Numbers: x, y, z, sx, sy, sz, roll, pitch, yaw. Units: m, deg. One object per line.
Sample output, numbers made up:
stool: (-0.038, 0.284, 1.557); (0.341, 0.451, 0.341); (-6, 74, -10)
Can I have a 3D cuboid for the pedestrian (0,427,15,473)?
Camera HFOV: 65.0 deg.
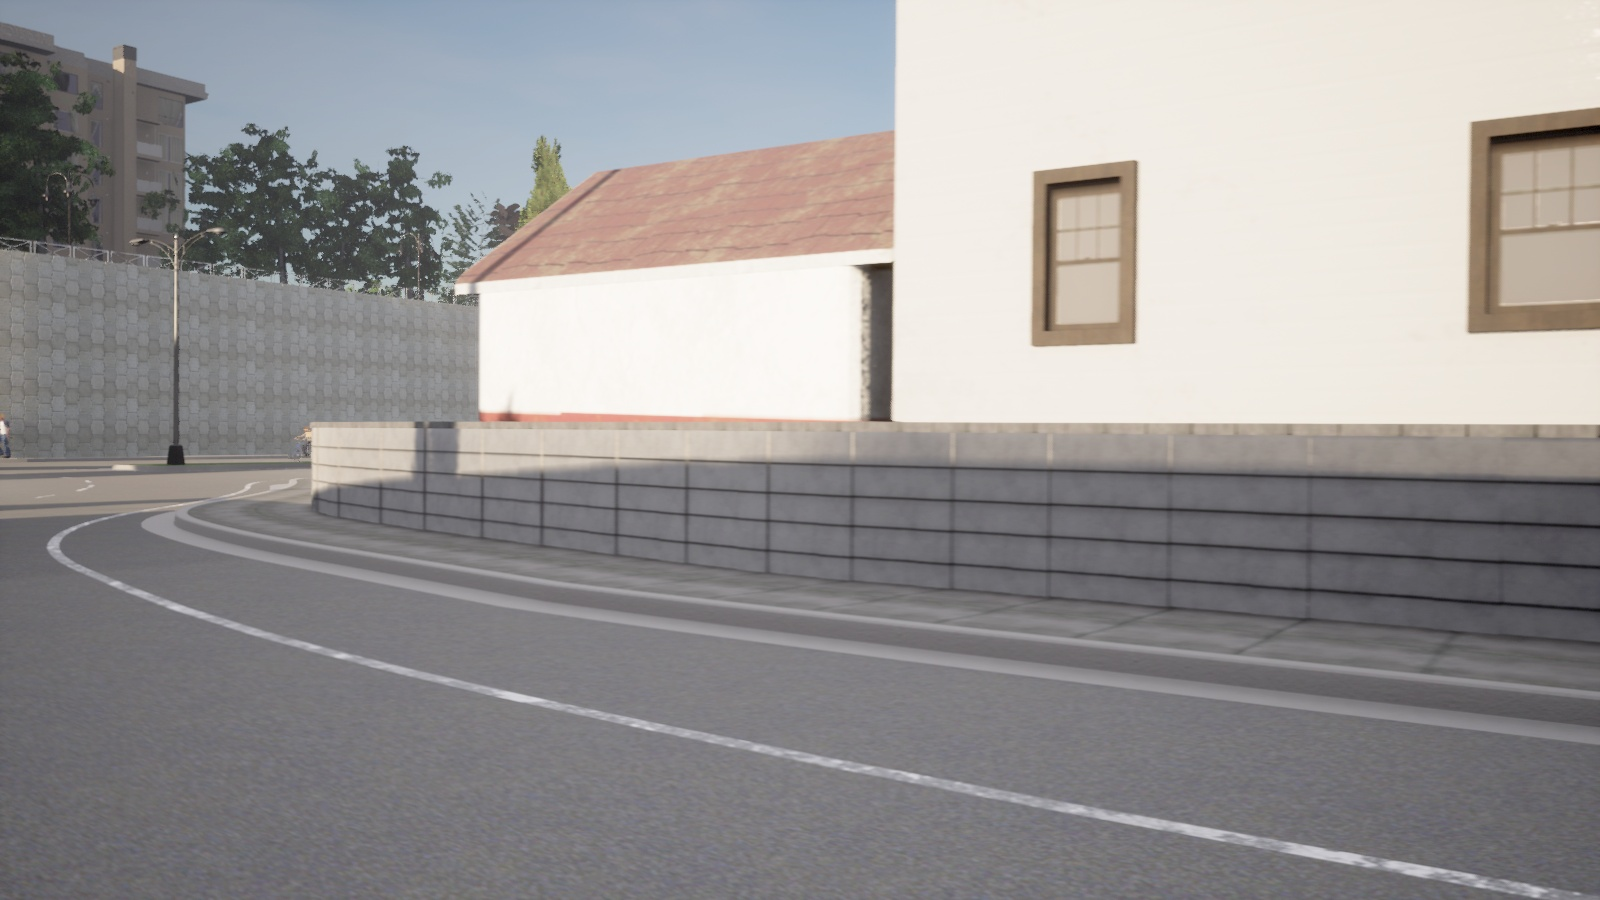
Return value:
pedestrian: (-32.473, -0.008, 51.155); (0.354, 1.836, 0.706); (0, 1, 38)
